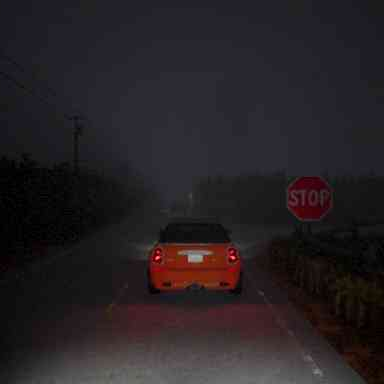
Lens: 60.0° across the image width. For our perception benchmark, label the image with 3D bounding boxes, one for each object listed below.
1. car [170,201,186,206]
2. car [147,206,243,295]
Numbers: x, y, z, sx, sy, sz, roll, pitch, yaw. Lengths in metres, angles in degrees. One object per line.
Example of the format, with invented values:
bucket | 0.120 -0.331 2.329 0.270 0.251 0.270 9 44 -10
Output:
car | -1.725 1.852 41.879 1.882 1.535 5.008 0 0 -5
car | 0.047 1.434 9.095 2.097 1.767 4.553 0 -1 -1
